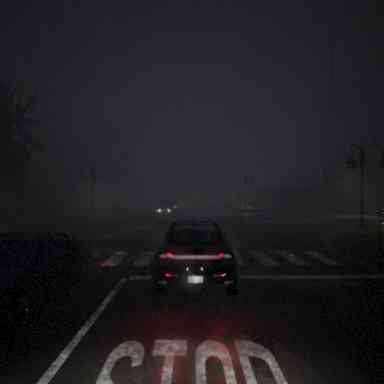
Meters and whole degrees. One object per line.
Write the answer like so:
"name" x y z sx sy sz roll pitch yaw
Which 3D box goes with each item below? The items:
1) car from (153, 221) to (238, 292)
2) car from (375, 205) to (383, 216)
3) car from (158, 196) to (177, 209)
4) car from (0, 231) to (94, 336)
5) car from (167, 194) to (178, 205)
"car" 0.071 1.518 8.998 2.128 1.511 4.902 0 0 0
"car" 18.933 1.421 29.616 4.892 1.490 1.837 0 0 0
"car" -3.698 1.682 46.970 2.033 1.411 5.357 0 0 0
"car" -3.616 1.567 6.944 2.033 1.411 5.357 0 0 0
"car" -3.687 1.387 59.728 2.150 2.045 5.566 0 1 0
